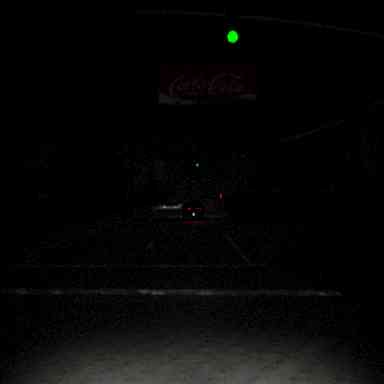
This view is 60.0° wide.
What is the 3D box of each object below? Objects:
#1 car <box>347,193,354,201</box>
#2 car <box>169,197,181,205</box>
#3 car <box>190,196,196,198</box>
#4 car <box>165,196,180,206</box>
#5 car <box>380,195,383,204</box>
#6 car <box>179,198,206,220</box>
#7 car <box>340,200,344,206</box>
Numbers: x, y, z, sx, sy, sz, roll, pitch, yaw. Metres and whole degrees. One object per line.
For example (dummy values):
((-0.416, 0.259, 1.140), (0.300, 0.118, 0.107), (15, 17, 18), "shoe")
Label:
((38.317, 1.162, 78.866), (1.905, 1.878, 3.866), (-1, 0, 0), "car")
((-3.463, 1.791, 67.862), (2.033, 1.411, 5.357), (-1, 0, 0), "car")
((0.052, 1.864, 89.393), (1.994, 1.385, 4.181), (-1, 0, 0), "car")
((-3.480, 1.550, 57.540), (2.097, 1.767, 4.553), (-1, 0, 0), "car")
((34.880, 1.332, 60.762), (2.007, 1.523, 4.514), (-1, 0, 0), "car")
((0.125, 1.536, 28.757), (1.837, 1.490, 4.892), (-1, -1, 0), "car")
((22.478, 1.479, 52.969), (1.970, 1.475, 3.806), (-1, 0, 0), "car")
